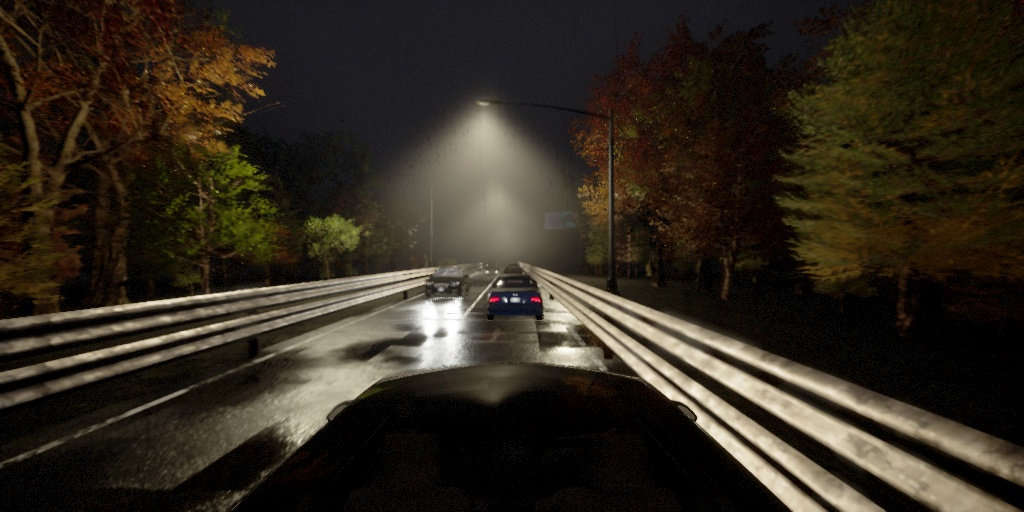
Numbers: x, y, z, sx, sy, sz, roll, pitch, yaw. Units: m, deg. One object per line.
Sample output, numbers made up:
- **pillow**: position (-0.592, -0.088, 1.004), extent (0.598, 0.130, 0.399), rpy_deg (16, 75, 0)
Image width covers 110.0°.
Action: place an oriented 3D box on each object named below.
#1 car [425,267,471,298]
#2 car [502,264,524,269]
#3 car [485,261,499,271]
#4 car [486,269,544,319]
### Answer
- **car**: position (-3.348, 1.342, 19.387), extent (2.128, 1.511, 4.902), rpy_deg (0, -1, 0)
- **car**: position (0.099, 1.502, 36.072), extent (1.837, 1.490, 4.892), rpy_deg (0, -1, 0)
- **car**: position (-3.315, 1.560, 60.114), extent (2.097, 1.767, 4.553), rpy_deg (0, -1, 1)
- **car**: position (0.100, 1.348, 12.950), extent (2.033, 1.411, 5.357), rpy_deg (0, 0, 0)
